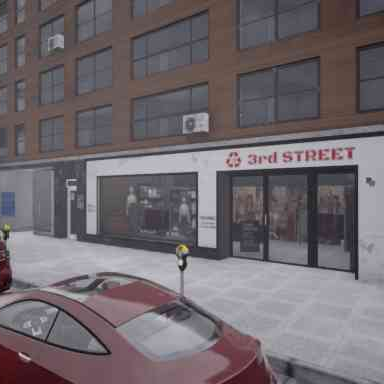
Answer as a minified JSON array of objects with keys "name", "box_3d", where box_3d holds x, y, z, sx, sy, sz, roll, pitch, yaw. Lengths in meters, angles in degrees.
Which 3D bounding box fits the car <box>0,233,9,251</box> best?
[{"name":"car","box_3d":[-5.693,1.315,6.858,5.009,1.841,2.192,0,0,35]}]

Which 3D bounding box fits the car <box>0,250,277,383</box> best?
[{"name":"car","box_3d":[-1.196,1.582,3.659,4.206,1.307,1.802,0,0,35]}]
